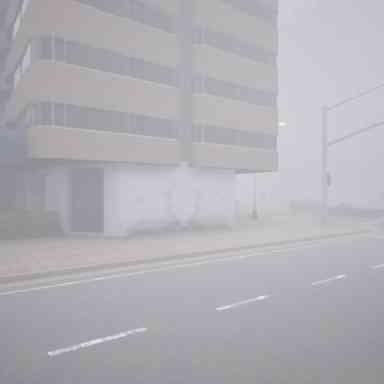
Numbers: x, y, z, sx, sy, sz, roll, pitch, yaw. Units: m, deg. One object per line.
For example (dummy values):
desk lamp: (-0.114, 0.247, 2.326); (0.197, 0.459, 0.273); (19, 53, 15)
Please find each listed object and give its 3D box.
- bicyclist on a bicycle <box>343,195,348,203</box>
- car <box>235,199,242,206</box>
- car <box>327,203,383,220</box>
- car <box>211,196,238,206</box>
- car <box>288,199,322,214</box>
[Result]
bicyclist on a bicycle: (22.040, 1.301, 47.694); (1.656, 1.620, 0.582); (0, 0, -36)
car: (5.435, 1.547, 52.198); (2.033, 1.411, 5.357); (0, 0, -36)
car: (13.929, 1.601, 28.272); (1.895, 1.301, 4.718); (0, 0, -36)
car: (5.607, 1.491, 57.948); (2.128, 1.511, 4.902); (0, 0, -35)
car: (12.737, 1.491, 35.864); (2.128, 1.511, 4.902); (0, 0, -36)
